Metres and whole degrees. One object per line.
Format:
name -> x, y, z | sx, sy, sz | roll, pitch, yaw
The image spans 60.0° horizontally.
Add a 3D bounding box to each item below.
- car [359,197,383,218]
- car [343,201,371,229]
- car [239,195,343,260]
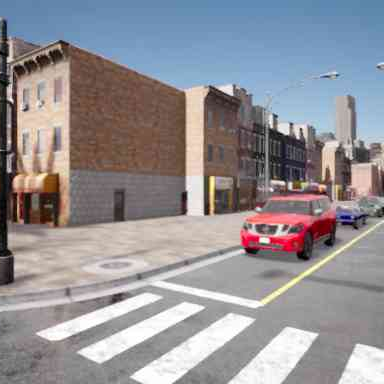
car -> 15.330, 1.200, 28.715 | 2.097, 1.767, 4.553 | 0, 0, 36
car -> 9.530, 1.479, 20.594 | 1.895, 1.301, 4.718 | 0, 0, 35
car -> 3.854, 1.144, 12.606 | 2.150, 2.045, 5.566 | 0, 0, 35
